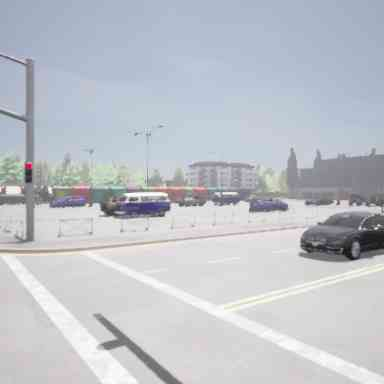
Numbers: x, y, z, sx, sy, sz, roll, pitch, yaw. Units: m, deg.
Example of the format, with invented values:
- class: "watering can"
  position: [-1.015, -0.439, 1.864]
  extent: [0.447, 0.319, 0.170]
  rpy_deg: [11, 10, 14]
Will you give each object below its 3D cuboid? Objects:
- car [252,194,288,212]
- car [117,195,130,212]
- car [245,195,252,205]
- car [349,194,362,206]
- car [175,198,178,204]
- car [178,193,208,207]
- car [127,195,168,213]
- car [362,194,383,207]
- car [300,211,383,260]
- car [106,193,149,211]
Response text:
- class: "car"
  position: [10.337, 1.420, 44.049]
  extent: [3.806, 1.475, 1.970]
  rpy_deg: [0, 0, -35]
- class: "car"
  position: [-6.994, 1.390, 42.394]
  extent: [3.905, 1.438, 1.784]
  rpy_deg: [0, 0, -35]
- class: "car"
  position: [13.125, 1.419, 70.297]
  extent: [3.806, 1.475, 1.970]
  rpy_deg: [0, 0, -35]
- class: "car"
  position: [26.157, 1.179, 51.932]
  extent: [3.866, 1.878, 1.905]
  rpy_deg: [0, 0, -35]
- class: "car"
  position: [-1.121, 1.389, 60.189]
  extent: [3.905, 1.438, 1.784]
  rpy_deg: [0, 0, -35]
- class: "car"
  position: [0.501, 1.178, 57.788]
  extent: [4.605, 1.855, 1.932]
  rpy_deg: [0, 0, -35]
- class: "car"
  position: [-5.322, 1.421, 40.031]
  extent: [3.806, 1.475, 1.970]
  rpy_deg: [0, 0, -35]
- class: "car"
  position: [27.785, 1.176, 49.539]
  extent: [4.605, 1.855, 1.932]
  rpy_deg: [0, 0, -35]
- class: "car"
  position: [6.137, 1.530, 12.655]
  extent: [4.892, 1.490, 1.837]
  rpy_deg: [0, 0, -35]
- class: "car"
  position: [-8.585, 1.179, 44.556]
  extent: [4.605, 1.855, 1.932]
  rpy_deg: [0, 0, -35]
